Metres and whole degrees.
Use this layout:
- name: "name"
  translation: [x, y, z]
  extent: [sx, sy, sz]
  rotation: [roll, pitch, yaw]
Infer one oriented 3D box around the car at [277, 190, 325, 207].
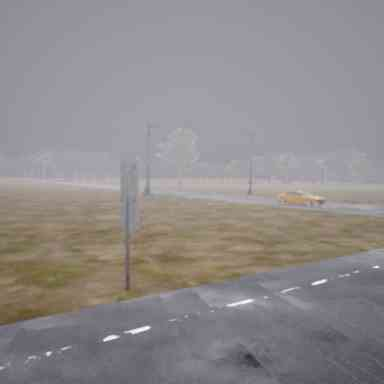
- name: "car"
  translation: [10.700, 0.591, 32.827]
  extent: [1.882, 1.535, 5.008]
  rotation: [0, 2, -35]
